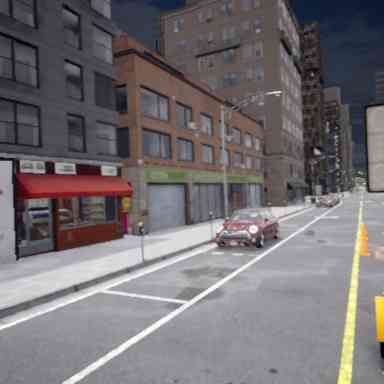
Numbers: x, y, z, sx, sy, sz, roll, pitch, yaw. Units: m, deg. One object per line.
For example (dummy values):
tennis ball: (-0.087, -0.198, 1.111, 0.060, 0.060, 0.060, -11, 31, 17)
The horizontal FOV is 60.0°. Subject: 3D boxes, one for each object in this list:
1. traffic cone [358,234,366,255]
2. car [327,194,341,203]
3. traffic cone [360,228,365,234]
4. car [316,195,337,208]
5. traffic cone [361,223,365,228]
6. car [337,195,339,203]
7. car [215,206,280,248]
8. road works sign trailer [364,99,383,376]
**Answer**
traffic cone: (5.900, 1.850, 11.441, 0.340, 0.580, 0.340, -2, -1, 27)
car: (25.153, 1.200, 58.824, 1.887, 1.381, 4.507, -3, -1, 27)
traffic cone: (6.813, 1.834, 13.221, 0.340, 0.580, 0.340, -2, -1, 27)
car: (17.607, 1.218, 44.133, 1.967, 1.590, 4.097, -3, -1, 27)
traffic cone: (7.727, 1.818, 15.000, 0.340, 0.580, 0.340, -2, -1, 27)
car: (20.126, 1.303, 49.029, 1.947, 1.339, 4.313, -3, -1, 27)
car: (2.523, 1.475, 14.748, 1.967, 1.590, 4.097, -3, -1, 27)
road works sign trailer: (3.814, 0.373, 4.670, 2.380, 3.560, 2.880, -2, -1, 28)
